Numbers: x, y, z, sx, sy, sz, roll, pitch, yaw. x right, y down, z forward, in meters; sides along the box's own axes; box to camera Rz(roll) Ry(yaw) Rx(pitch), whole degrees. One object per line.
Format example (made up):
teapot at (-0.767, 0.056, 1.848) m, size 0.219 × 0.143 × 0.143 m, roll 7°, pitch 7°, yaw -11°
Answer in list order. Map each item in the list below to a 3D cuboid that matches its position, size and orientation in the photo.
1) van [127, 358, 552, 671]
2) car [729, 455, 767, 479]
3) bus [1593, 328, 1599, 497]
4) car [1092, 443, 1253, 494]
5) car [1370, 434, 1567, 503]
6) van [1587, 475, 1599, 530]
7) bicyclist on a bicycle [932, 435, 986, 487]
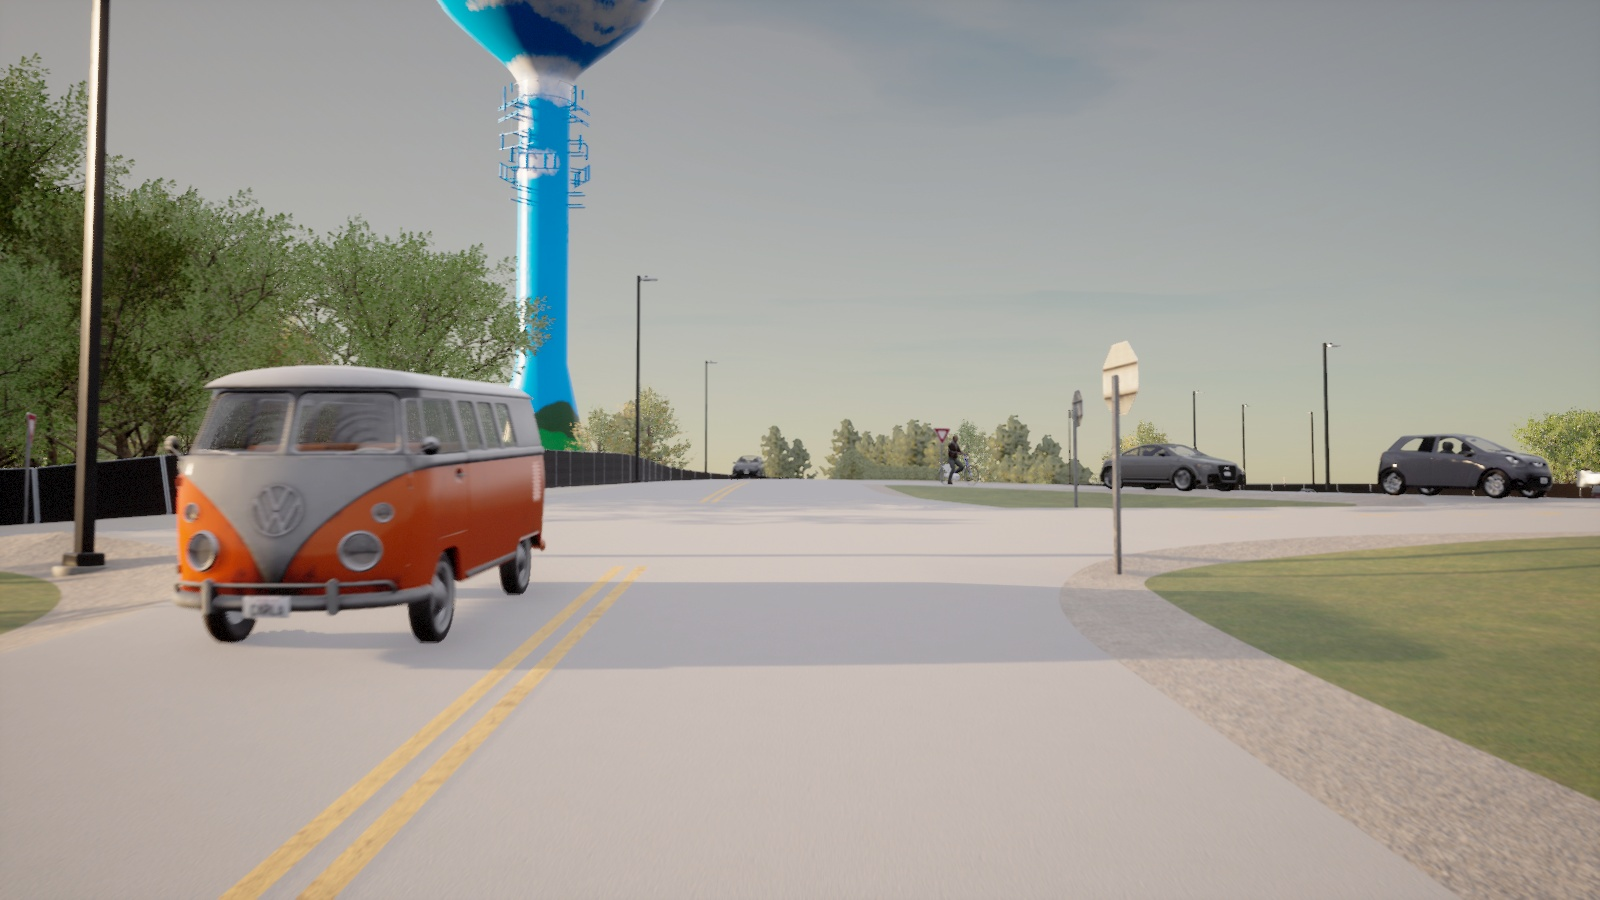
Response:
van at (-3.366, 0.364, 10.200) m, size 1.775 × 1.987 × 4.442 m, roll 0°, pitch 1°, yaw 1°
car at (-3.245, 1.089, 79.831) m, size 2.007 × 1.525 × 4.514 m, roll 0°, pitch -1°, yaw 3°
bus at (20.599, -0.954, 26.611) m, size 3.944 × 4.253 × 10.273 m, roll 0°, pitch 0°, yaw 18°
car at (10.804, 0.530, 36.676) m, size 1.994 × 1.385 × 4.181 m, roll 2°, pitch -1°, yaw -34°
car at (15.550, 0.427, 29.362) m, size 1.845 × 1.501 × 3.633 m, roll 1°, pitch -1°, yaw -31°
van at (29.769, 1.863, 43.846) m, size 1.775 × 1.987 × 4.442 m, roll 0°, pitch -2°, yaw 1°
bicyclist on a bicycle at (5.541, 0.390, 43.833) m, size 0.659 × 1.776 × 1.843 m, roll 2°, pitch -2°, yaw -43°
